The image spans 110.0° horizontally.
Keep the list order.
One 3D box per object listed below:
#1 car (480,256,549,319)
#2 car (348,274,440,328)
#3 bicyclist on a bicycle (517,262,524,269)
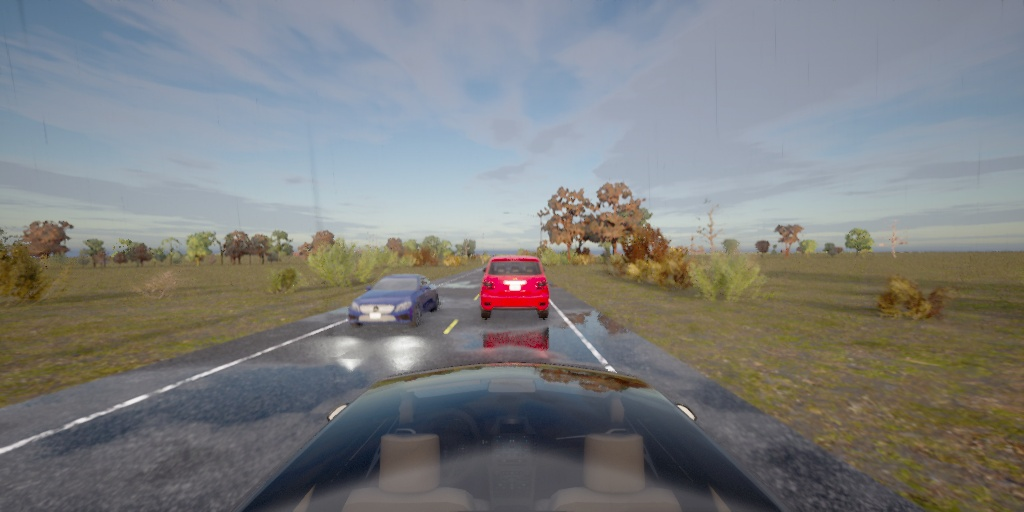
[{"bbox_3d":[0.087,1.029,13.104,2.150,2.045,5.566,0,0,0],"label":"car"},{"bbox_3d":[-3.594,1.327,11.747,1.812,1.442,4.674,0,0,0],"label":"car"},{"bbox_3d":[0.944,1.306,37.164,0.659,1.776,1.843,0,0,0],"label":"bicyclist on a bicycle"}]
